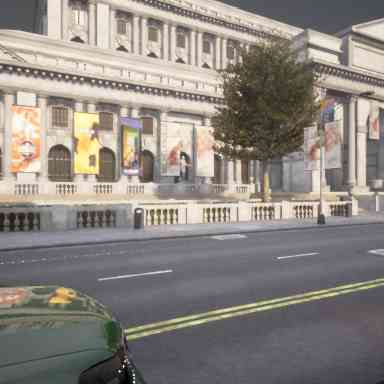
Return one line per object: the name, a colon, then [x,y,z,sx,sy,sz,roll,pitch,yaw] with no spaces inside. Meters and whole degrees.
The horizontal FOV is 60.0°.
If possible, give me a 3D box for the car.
car: [-2.905,1.221,1.492,5.566,2.045,2.150,0,0,-37]
